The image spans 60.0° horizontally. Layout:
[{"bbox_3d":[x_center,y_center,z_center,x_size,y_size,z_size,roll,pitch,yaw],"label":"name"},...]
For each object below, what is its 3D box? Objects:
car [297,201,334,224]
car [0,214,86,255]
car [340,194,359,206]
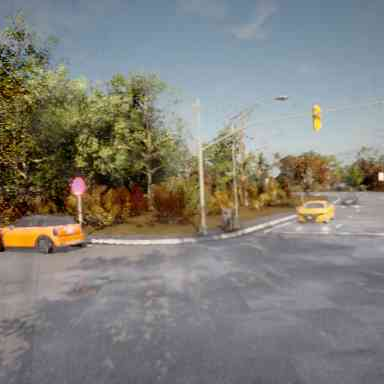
[{"bbox_3d":[8.953,1.373,23.903,1.882,1.535,5.008,-3,-1,31],"label":"car"},{"bbox_3d":[-7.415,1.882,15.923,4.553,1.767,2.097,-3,-1,25],"label":"car"},{"bbox_3d":[21.000,1.014,44.242,1.812,1.442,4.674,-3,0,31],"label":"car"}]
